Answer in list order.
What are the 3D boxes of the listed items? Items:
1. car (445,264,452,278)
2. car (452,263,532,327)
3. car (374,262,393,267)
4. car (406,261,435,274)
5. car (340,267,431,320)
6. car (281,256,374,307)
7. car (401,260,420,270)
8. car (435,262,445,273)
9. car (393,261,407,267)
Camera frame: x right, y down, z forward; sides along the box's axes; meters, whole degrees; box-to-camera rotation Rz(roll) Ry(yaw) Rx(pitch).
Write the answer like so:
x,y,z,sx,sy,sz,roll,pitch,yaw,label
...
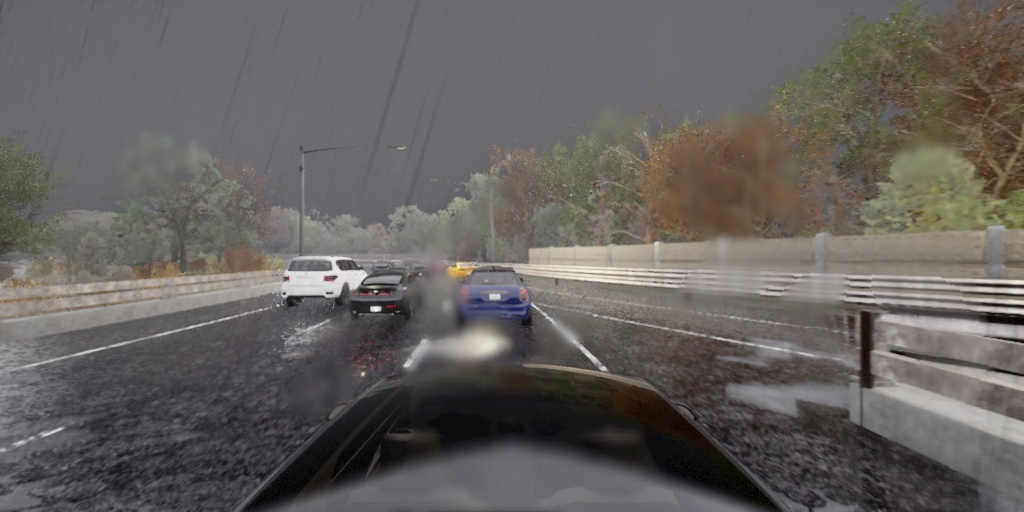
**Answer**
x,y,z,sx,sy,sz,roll,pitch,yaw,label
-4.486,1.348,32.709,1.882,1.535,5.008,0,0,-20,car
-0.658,1.135,11.725,2.097,1.767,4.553,0,-1,-5,car
-13.848,1.409,37.892,1.837,1.490,4.892,0,0,-20,car
-8.464,1.383,32.943,1.837,1.490,4.892,0,0,-17,car
-4.246,1.302,12.859,1.837,1.490,4.892,0,0,-6,car
-8.178,1.037,16.224,2.150,2.045,5.566,0,0,-8,car
-17.008,1.496,60.045,1.837,1.490,4.892,0,0,-31,car
-9.368,1.451,45.487,1.812,1.442,4.674,0,0,-23,car
-17.443,1.517,54.176,2.033,1.411,5.357,0,0,-29,car
